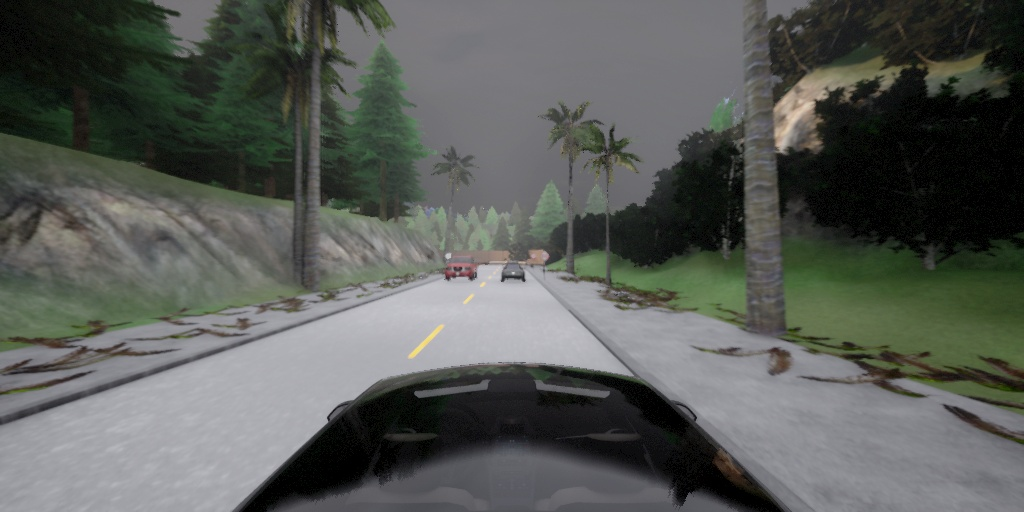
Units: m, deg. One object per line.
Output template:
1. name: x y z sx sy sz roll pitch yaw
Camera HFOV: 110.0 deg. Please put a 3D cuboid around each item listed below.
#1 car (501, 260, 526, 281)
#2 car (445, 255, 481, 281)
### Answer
1. car: 0.096 1.294 29.862 1.994 1.385 4.181 0 0 0
2. car: -4.093 0.950 29.802 2.150 2.045 5.566 0 0 0
